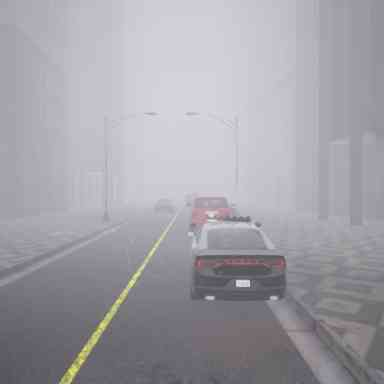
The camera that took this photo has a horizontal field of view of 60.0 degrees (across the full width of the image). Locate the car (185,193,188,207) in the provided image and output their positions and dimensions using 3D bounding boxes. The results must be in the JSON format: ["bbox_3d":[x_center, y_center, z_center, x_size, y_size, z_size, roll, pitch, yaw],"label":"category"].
[{"bbox_3d":[0.122,1.124,48.271,2.150,2.045,5.566,0,0,1],"label":"car"}]

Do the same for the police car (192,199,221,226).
[{"bbox_3d":[0.944,1.392,24.500,1.930,1.638,5.238,0,0,0],"label":"police car"}]

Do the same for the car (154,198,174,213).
[{"bbox_3d":[-2.935,1.414,35.686,1.882,1.535,5.008,0,0,0],"label":"car"}]

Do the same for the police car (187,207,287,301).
[{"bbox_3d":[0.914,1.420,8.501,1.930,1.638,5.238,0,0,0],"label":"police car"}]

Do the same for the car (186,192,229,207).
[{"bbox_3d":[0.932,1.205,18.419,2.150,2.045,5.566,0,0,0],"label":"car"}]
